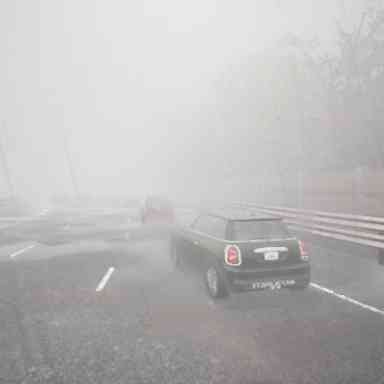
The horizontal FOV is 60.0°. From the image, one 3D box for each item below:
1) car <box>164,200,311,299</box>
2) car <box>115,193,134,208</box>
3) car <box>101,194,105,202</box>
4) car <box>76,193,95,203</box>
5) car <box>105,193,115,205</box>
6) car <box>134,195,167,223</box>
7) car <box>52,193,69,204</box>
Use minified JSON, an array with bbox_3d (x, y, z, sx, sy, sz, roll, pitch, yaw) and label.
[{"bbox_3d":[0.905,1.243,8.525,2.097,1.767,4.553,0,1,-18],"label":"car"},{"bbox_3d":[-7.142,1.062,38.134,2.033,1.411,5.357,0,1,-21],"label":"car"},{"bbox_3d":[-12.471,0.830,50.826,1.882,1.535,5.008,0,1,-30],"label":"car"},{"bbox_3d":[-15.901,0.915,49.595,2.033,1.411,5.357,0,1,-29],"label":"car"},{"bbox_3d":[-10.328,0.960,46.116,2.033,1.411,5.357,0,1,-22],"label":"car"},{"bbox_3d":[-2.571,1.070,22.738,2.097,1.767,4.553,0,0,-13],"label":"car"},{"bbox_3d":[-19.002,0.879,47.971,2.128,1.511,4.902,0,1,-29],"label":"car"}]
